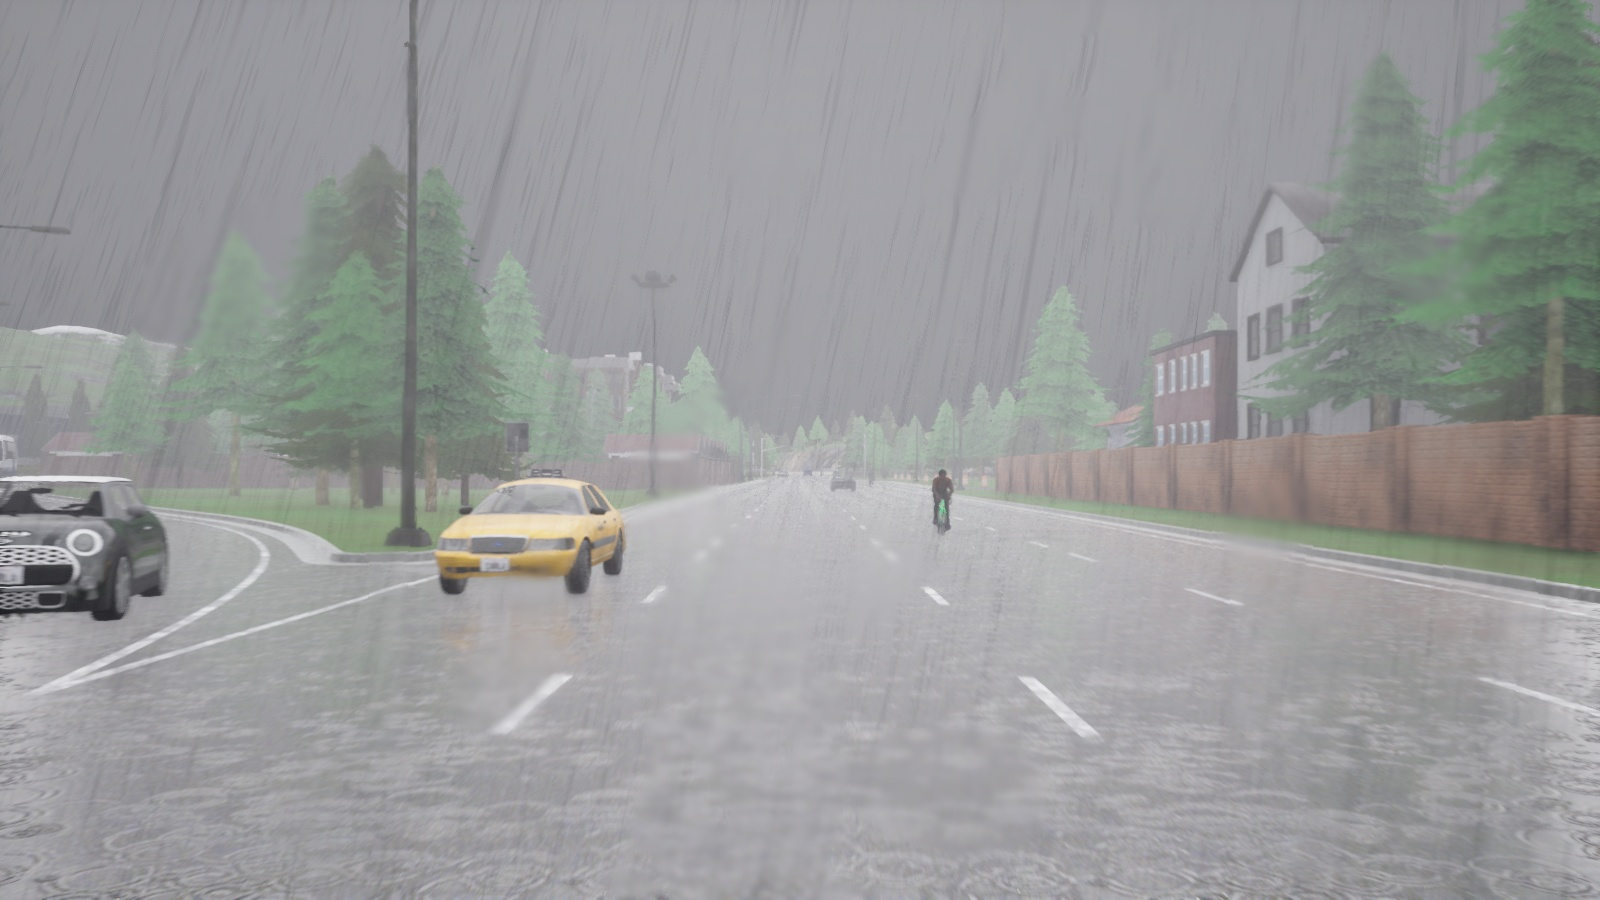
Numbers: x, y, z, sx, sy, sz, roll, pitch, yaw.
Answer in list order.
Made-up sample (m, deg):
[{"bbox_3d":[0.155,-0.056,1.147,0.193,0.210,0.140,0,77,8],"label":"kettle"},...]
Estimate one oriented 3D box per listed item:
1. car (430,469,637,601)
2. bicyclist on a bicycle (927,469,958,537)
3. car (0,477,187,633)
[{"bbox_3d":[-3.543,1.068,17.727,1.801,1.575,5.366,0,-1,0],"label":"car"},{"bbox_3d":[3.471,1.271,30.758,0.582,1.620,1.656,0,-1,1],"label":"bicyclist on a bicycle"},{"bbox_3d":[-8.167,1.047,13.886,1.970,1.475,3.806,0,-1,-18],"label":"car"}]
